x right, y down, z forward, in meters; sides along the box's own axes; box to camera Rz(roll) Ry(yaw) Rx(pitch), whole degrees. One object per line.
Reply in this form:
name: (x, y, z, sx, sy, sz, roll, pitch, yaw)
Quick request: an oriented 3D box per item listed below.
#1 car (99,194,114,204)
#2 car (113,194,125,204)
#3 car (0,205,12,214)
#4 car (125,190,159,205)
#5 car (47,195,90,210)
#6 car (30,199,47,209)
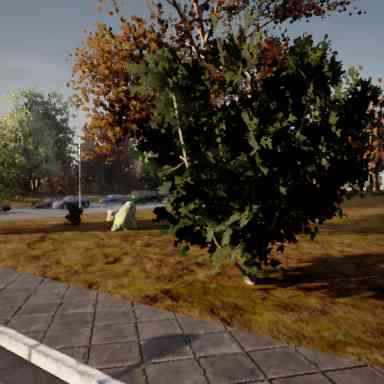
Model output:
car: (-12.346, 1.075, 52.047, 1.812, 1.442, 4.674, 0, 2, 39)
car: (-8.805, 1.019, 50.874, 2.033, 1.411, 5.357, 0, 2, 39)
car: (-21.763, 1.708, 34.865, 1.895, 1.301, 4.718, 0, 1, 39)
car: (-6.429, 0.713, 47.943, 2.150, 2.045, 5.566, 0, 2, 39)
car: (-15.491, 1.240, 42.619, 2.097, 1.767, 4.553, 0, 1, 39)
car: (-18.554, 1.468, 44.399, 2.033, 1.411, 5.357, 0, 1, 39)
